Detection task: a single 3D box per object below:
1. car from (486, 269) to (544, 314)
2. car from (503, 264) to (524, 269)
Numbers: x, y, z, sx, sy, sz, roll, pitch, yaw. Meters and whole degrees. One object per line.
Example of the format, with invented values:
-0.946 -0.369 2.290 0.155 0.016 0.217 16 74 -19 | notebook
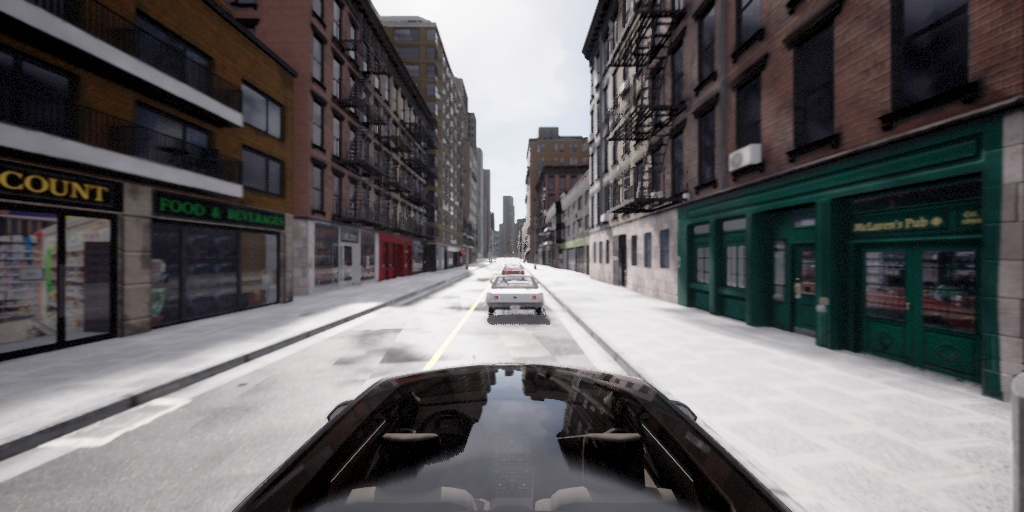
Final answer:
0.101 1.349 13.654 1.895 1.301 4.718 0 0 0 | car
0.102 1.346 31.127 1.895 1.301 4.718 0 0 0 | car
